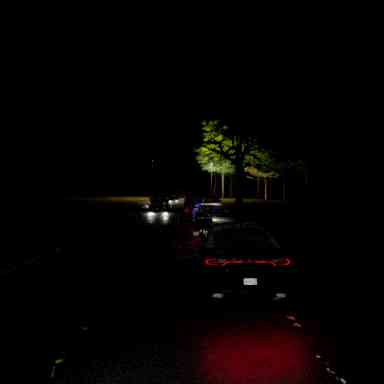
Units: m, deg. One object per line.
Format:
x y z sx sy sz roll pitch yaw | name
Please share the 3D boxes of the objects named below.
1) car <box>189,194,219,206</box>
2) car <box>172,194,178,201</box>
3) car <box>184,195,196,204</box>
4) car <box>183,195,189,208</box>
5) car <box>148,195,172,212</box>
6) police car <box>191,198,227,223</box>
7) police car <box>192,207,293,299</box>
1.028 1.167 24.542 2.150 2.045 5.566 0 0 0 | car
-4.018 1.219 73.675 1.994 1.385 4.181 0 1 -1 | car
-0.307 1.300 59.623 2.033 1.411 5.357 0 0 -1 | car
-0.128 1.326 45.214 2.128 1.511 4.902 0 0 0 | car
-3.696 1.231 37.514 2.097 1.767 4.553 0 0 0 | car
1.047 1.391 18.620 1.930 1.638 5.238 0 0 0 | police car
1.057 1.416 8.614 1.930 1.638 5.238 0 0 0 | police car
